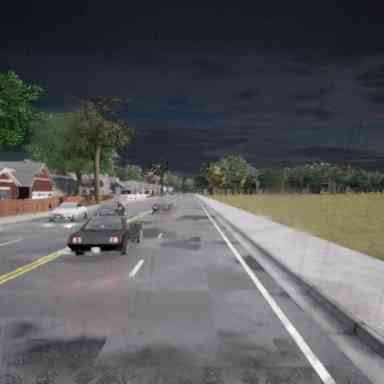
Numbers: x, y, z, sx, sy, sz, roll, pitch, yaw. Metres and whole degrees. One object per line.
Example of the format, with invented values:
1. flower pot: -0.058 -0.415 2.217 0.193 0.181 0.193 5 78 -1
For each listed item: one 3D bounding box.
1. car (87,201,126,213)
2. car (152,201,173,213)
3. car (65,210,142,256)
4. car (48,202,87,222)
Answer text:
1. car: -6.534 1.529 26.580 1.837 1.490 4.892 0 -1 0
2. car: -3.177 1.627 36.487 1.895 1.301 4.718 0 0 0
3. car: -3.160 1.608 13.157 1.895 1.301 4.718 0 0 0
4. car: -9.782 1.551 26.656 1.812 1.442 4.674 0 0 0
